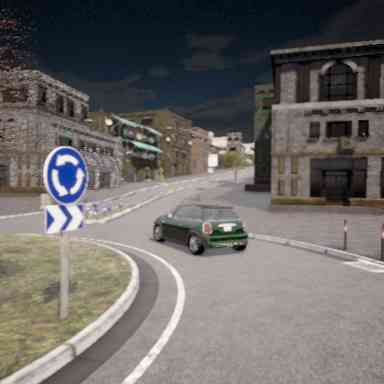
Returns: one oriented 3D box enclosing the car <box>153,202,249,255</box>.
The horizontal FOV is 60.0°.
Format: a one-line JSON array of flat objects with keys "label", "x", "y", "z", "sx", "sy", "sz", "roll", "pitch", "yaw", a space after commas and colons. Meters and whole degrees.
[{"label": "car", "x": 0.167, "y": 1.239, "z": 13.173, "sx": 2.097, "sy": 1.767, "sz": 4.553, "roll": 0, "pitch": 1, "yaw": -30}]
